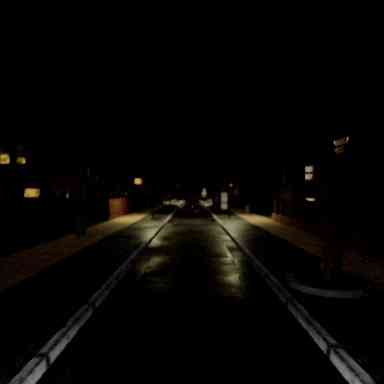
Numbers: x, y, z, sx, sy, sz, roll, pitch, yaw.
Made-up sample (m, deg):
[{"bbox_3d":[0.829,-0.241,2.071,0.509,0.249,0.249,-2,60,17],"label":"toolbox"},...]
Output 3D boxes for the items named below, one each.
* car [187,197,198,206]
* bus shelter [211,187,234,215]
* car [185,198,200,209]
[{"bbox_3d":[0.061,1.616,56.390,1.895,1.301,4.718,0,0,0],"label":"car"},{"bbox_3d":[3.059,0.864,34.225,1.920,2.740,3.880,1,0,0],"label":"bus shelter"},{"bbox_3d":[0.080,1.601,46.048,1.895,1.301,4.718,0,0,1],"label":"car"}]
